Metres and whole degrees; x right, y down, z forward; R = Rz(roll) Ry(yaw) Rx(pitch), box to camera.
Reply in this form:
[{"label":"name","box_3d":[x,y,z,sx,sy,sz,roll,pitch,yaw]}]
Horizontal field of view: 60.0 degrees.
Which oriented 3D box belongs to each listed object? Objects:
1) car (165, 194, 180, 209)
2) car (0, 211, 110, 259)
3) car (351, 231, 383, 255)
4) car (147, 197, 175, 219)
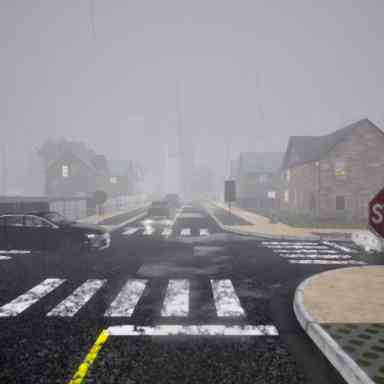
[{"label":"car","box_3d":[-2.856,1.248,47.238,2.150,2.045,5.566,0,0,0]},{"label":"car","box_3d":[-5.420,1.441,11.753,4.902,1.511,2.128,1,0,0]},{"label":"car","box_3d":[8.375,1.727,11.695,4.718,1.301,1.895,1,0,0]},{"label":"car","box_3d":[-2.859,1.489,29.852,1.882,1.535,5.008,0,0,0]}]
